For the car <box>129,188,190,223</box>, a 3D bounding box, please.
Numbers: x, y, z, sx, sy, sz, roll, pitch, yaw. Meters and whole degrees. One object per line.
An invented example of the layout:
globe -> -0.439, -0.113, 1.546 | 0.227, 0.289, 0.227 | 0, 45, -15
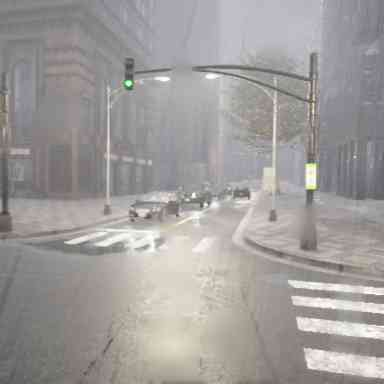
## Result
car -> -1.881, 0.770, 18.536 | 2.128, 1.511, 4.902 | 1, 2, 13

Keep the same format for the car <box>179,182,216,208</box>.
car -> 0.299, 0.153, 28.164 | 2.150, 2.045, 5.566 | 1, 2, 13

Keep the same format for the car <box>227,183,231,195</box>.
car -> 4.789, -0.463, 47.933 | 2.097, 1.767, 4.553 | 1, 2, 13

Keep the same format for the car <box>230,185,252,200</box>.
car -> 6.004, 0.038, 39.227 | 1.882, 1.535, 5.008 | 1, 2, 12

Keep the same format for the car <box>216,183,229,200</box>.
car -> 2.543, 0.062, 37.905 | 2.128, 1.511, 4.902 | 1, 2, 13
